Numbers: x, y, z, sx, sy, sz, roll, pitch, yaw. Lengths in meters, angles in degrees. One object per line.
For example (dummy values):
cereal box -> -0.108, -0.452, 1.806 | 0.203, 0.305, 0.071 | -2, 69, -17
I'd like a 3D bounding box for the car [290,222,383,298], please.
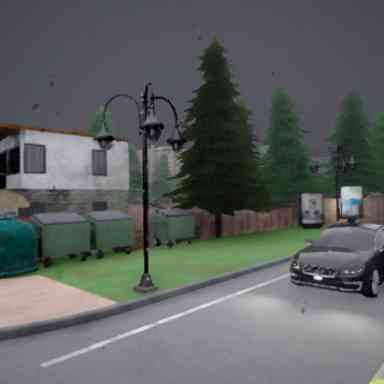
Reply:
car -> 4.437, 1.640, 9.064 | 1.837, 1.490, 4.892 | -2, -2, 44
